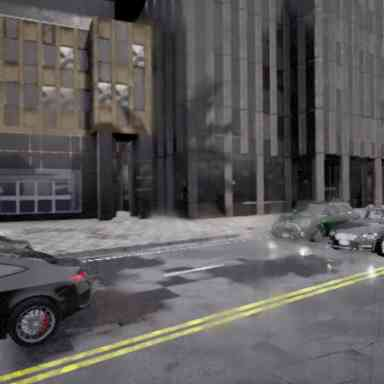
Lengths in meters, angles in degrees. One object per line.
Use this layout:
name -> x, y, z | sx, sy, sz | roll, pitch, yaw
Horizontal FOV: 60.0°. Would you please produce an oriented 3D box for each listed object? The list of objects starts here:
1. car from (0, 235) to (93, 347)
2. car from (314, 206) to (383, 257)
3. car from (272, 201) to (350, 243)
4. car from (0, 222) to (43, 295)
car -> -3.869, 1.582, 4.874 | 4.674, 1.442, 1.812 | -1, 0, -35
car -> 7.148, 1.379, 12.466 | 4.902, 1.511, 2.128 | -1, 0, -33
car -> 5.867, 1.259, 15.514 | 4.553, 1.767, 2.097 | -1, 0, -33
car -> -6.011, 1.611, 7.343 | 4.674, 1.442, 1.812 | -1, 0, -35
